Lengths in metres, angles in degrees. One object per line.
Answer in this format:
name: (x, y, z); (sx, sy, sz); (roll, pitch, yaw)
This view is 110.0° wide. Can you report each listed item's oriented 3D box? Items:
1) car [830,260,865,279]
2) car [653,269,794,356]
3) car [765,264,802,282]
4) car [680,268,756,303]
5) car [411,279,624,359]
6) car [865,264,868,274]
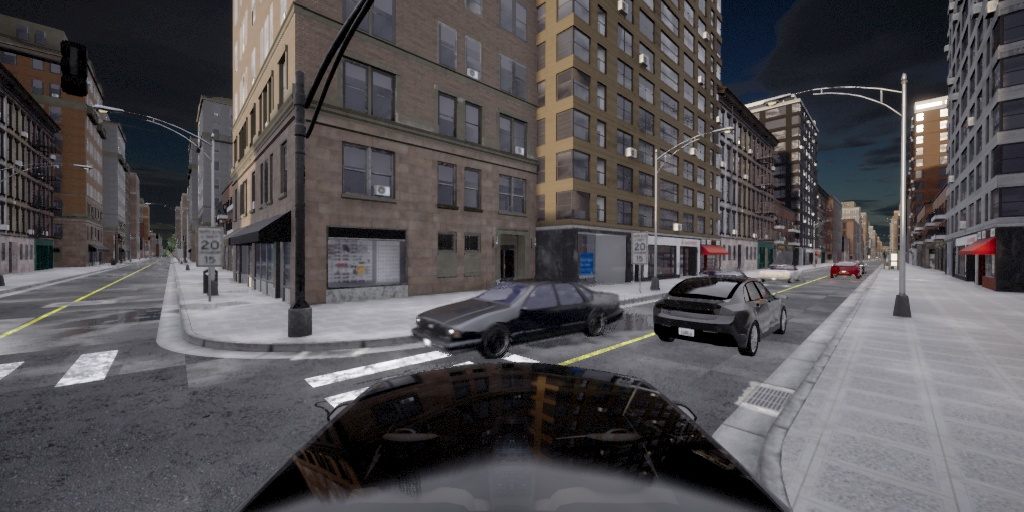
car: (30.069, 1.180, 32.236); (5.008, 1.535, 1.882); (0, 0, -43)
car: (5.174, 1.242, 8.695); (4.892, 1.490, 1.837); (0, 0, -44)
car: (19.937, 1.296, 26.623); (4.718, 1.301, 1.895); (0, 0, -43)
car: (9.989, 1.311, 17.189); (4.718, 1.301, 1.895); (0, 0, -43)
car: (0.462, 1.270, 8.547); (5.357, 1.411, 2.033); (0, 0, -38)
car: (37.629, 1.194, 39.458); (4.902, 1.511, 2.128); (0, 0, -43)
